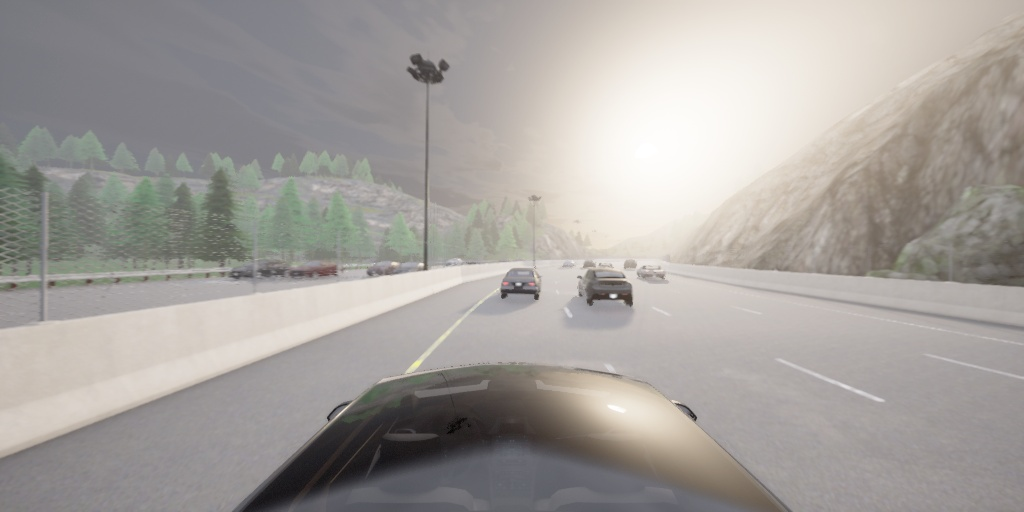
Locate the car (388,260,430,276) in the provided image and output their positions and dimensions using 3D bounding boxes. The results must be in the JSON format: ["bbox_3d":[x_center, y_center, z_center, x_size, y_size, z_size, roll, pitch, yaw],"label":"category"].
[{"bbox_3d":[-8.523,1.180,30.892,1.812,1.442,4.674,1,0,8],"label":"car"}]

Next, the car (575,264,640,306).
[{"bbox_3d":[4.118,1.299,16.284,1.837,1.490,4.892,0,0,5],"label":"car"}]

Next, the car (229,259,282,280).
[{"bbox_3d":[-19.471,1.038,28.051,1.837,1.490,4.892,1,0,7],"label":"car"}]

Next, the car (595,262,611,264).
[{"bbox_3d":[12.036,1.480,46.175,1.895,1.301,4.718,1,0,14],"label":"car"}]

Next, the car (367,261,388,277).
[{"bbox_3d":[-11.666,1.145,33.486,1.812,1.442,4.674,1,0,9],"label":"car"}]

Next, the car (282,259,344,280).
[{"bbox_3d":[-15.793,1.053,29.252,1.882,1.535,5.008,1,0,8],"label":"car"}]

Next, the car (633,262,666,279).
[{"bbox_3d":[13.061,1.492,33.980,1.895,1.301,4.718,1,0,11],"label":"car"}]

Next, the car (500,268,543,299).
[{"bbox_3d":[0.565,1.302,18.357,2.033,1.411,5.357,1,0,6],"label":"car"}]
